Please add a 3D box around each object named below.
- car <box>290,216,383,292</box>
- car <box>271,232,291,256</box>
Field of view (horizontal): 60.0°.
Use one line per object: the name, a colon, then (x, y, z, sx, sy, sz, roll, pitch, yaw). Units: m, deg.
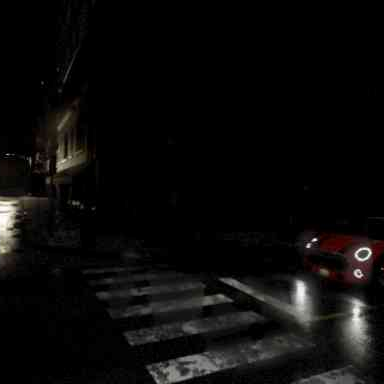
car: (5.327, 1.484, 9.334, 4.553, 1.767, 2.097, 2, 0, -27)
car: (4.834, 1.685, 11.974, 4.206, 1.307, 1.802, 2, 0, -27)
